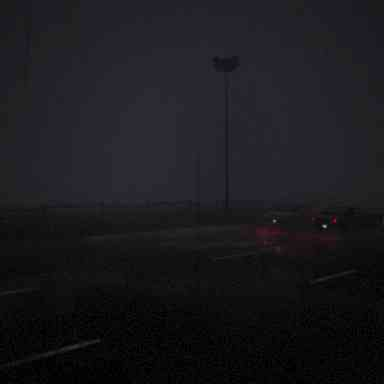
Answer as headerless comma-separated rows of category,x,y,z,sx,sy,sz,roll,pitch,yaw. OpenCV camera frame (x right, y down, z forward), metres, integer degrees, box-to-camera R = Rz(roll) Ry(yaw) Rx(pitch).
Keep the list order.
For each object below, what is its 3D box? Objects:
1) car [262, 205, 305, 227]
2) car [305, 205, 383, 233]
car,6.820,1.466,21.509,4.718,1.301,1.895,-1,0,-35
car,8.692,1.467,18.545,4.718,1.301,1.895,0,0,-35
